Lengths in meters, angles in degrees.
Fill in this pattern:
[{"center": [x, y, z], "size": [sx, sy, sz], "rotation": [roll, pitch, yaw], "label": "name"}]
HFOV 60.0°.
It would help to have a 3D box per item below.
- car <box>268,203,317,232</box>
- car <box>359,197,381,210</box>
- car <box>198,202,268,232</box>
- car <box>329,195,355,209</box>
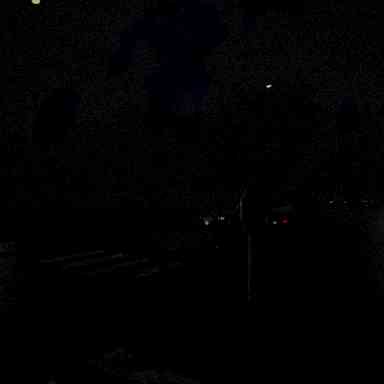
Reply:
[{"center": [5.644, 1.372, 18.919], "size": [1.812, 1.442, 4.674], "rotation": [0, 0, 37], "label": "car"}, {"center": [21.323, 1.305, 39.816], "size": [2.128, 1.511, 4.902], "rotation": [0, 0, 37], "label": "car"}, {"center": [2.244, 1.340, 19.302], "size": [2.128, 1.511, 4.902], "rotation": [0, 0, 37], "label": "car"}, {"center": [18.427, 1.159, 40.783], "size": [2.097, 1.767, 4.553], "rotation": [0, 0, 37], "label": "car"}]
